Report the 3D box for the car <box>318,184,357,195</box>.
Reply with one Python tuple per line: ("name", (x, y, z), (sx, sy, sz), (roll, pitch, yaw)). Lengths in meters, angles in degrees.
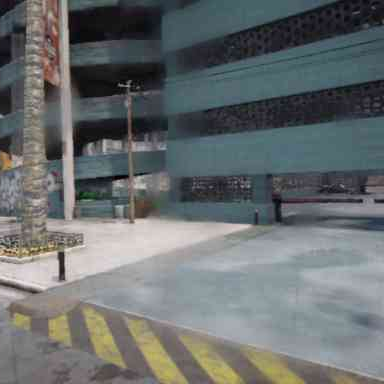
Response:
("car", (19.127, -0.340, 43.749), (4.674, 1.452, 2.002), (-1, 2, 33))
